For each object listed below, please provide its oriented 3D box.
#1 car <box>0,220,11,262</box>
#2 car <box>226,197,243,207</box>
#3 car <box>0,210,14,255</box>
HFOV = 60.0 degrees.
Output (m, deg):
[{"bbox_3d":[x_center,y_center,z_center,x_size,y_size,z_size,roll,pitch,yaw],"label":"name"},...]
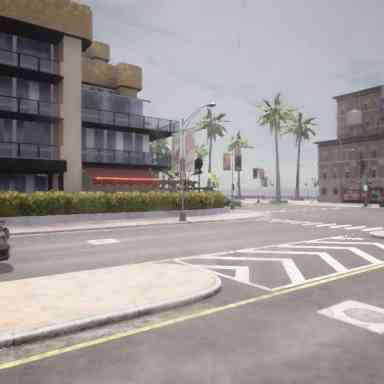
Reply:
[{"bbox_3d":[-7.337,1.526,8.578,4.674,1.442,1.812,0,0,-36],"label":"car"},{"bbox_3d":[5.739,1.505,51.571,1.837,1.490,4.892,0,0,-35],"label":"car"},{"bbox_3d":[-9.132,1.492,11.607,4.902,1.511,2.128,0,0,-35],"label":"car"}]
